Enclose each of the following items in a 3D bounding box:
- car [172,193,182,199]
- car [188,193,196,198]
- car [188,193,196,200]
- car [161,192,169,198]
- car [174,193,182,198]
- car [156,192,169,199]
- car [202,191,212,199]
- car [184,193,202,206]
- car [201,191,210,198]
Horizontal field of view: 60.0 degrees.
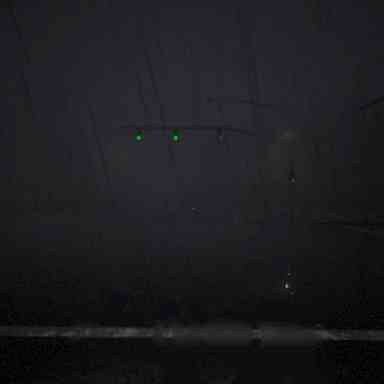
[{"bbox_3d":[-3.506,0.901,76.203,1.882,1.535,5.008,0,0,0],"label":"car"},{"bbox_3d":[-0.009,0.861,86.651,1.895,1.301,4.718,0,0,0],"label":"car"},{"bbox_3d":[-0.006,1.015,76.651,1.895,1.301,4.718,0,0,0],"label":"car"},{"bbox_3d":[-7.009,0.819,86.619,1.994,1.385,4.181,0,0,0],"label":"car"},{"bbox_3d":[-3.509,0.861,86.650,1.895,1.301,4.718,0,0,0],"label":"car"},{"bbox_3d":[-7.006,0.775,76.554,2.097,1.767,4.553,0,0,0],"label":"car"},{"bbox_3d":[3.494,0.900,76.204,1.882,1.535,5.008,0,0,0],"label":"car"},{"bbox_3d":[0.001,1.001,46.379,2.097,1.767,4.553,0,0,0],"label":"car"},{"bbox_3d":[3.491,0.621,86.590,2.097,1.767,4.553,0,0,0],"label":"car"}]
